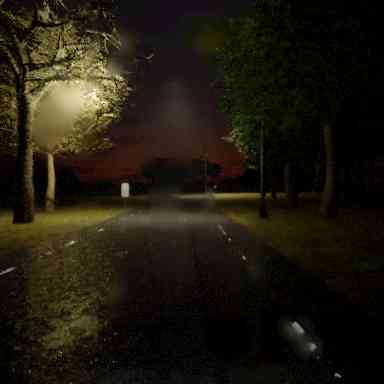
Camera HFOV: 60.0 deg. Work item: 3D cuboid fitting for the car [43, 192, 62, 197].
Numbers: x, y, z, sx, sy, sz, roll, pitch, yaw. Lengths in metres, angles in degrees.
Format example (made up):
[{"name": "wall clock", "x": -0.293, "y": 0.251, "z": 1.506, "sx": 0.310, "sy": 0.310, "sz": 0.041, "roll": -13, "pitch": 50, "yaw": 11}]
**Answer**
[{"name": "car", "x": -35.332, "y": 0.603, "z": 84.273, "sx": 4.674, "sy": 1.442, "sz": 1.812, "roll": -1, "pitch": -1, "yaw": 0}]
